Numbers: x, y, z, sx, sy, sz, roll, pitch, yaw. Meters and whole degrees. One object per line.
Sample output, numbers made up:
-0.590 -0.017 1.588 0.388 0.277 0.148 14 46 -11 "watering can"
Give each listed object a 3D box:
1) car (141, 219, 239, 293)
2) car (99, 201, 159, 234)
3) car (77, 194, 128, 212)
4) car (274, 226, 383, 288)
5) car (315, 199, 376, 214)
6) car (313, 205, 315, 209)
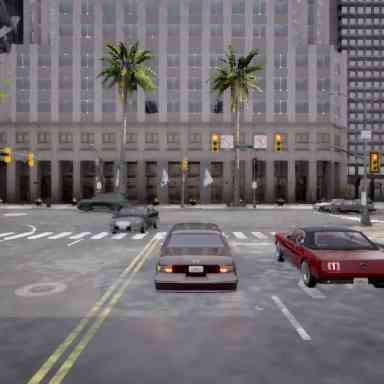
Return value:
0.095 1.547 8.989 2.033 1.411 5.357 0 0 0 "car"
-3.176 1.491 18.997 2.128 1.511 4.902 0 0 7 "car"
-10.116 1.221 37.981 5.566 2.045 2.150 0 0 0 "car"
3.641 1.601 9.257 1.895 1.301 4.718 0 0 2 "car"
15.995 1.548 34.345 5.357 1.411 2.033 0 0 0 "car"
16.278 1.526 37.854 4.674 1.442 1.812 0 0 0 "car"
